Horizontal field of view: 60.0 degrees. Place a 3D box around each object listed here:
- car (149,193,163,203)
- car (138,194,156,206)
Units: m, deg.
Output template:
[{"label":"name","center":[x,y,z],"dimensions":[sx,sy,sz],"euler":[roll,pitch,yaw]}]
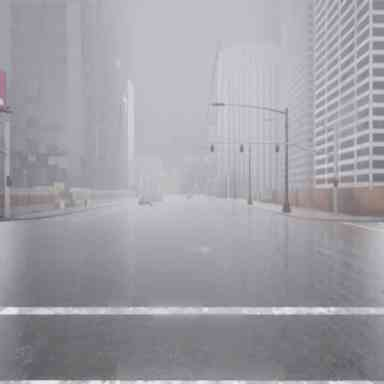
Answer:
[{"label":"car","center":[-7.128,1.179,68.563],"dimensions":[2.150,2.045,5.566],"euler":[0,0,0]},{"label":"car","center":[-7.190,1.455,51.709],"dimensions":[1.837,1.490,4.892],"euler":[0,0,0]}]
